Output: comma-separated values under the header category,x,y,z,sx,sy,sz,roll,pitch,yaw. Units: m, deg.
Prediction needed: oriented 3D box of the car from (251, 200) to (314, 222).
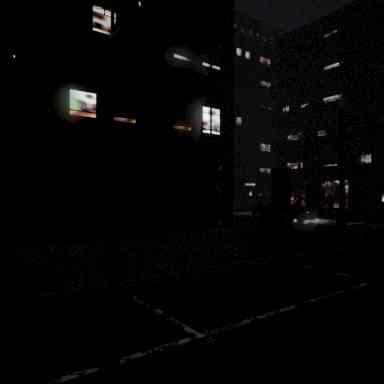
category,x,y,z,sx,sy,sz,roll,pitch,yaw
car,6.267,1.342,24.208,2.008,1.369,4.403,1,0,-36

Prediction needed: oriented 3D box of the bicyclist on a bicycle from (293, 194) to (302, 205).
category,x,y,z,sx,sy,sz,roll,pitch,yaw
bicyclist on a bicycle,11.514,1.011,36.229,1.656,1.620,0.582,0,1,-36

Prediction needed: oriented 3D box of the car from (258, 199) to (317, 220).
category,x,y,z,sx,sy,sz,roll,pitch,yaw
car,7.605,1.340,26.750,1.994,1.385,4.181,0,1,-36
